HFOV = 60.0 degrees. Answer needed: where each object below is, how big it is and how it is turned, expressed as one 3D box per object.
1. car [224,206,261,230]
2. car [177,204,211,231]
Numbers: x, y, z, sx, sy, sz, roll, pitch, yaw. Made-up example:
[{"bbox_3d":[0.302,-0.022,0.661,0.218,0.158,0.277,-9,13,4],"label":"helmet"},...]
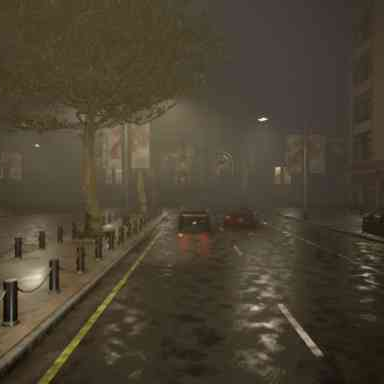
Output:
[{"bbox_3d":[3.273,1.597,21.193,1.994,1.385,4.181,0,0,15],"label":"car"},{"bbox_3d":[0.101,1.488,20.547,2.128,1.511,4.902,0,0,-1],"label":"car"}]
